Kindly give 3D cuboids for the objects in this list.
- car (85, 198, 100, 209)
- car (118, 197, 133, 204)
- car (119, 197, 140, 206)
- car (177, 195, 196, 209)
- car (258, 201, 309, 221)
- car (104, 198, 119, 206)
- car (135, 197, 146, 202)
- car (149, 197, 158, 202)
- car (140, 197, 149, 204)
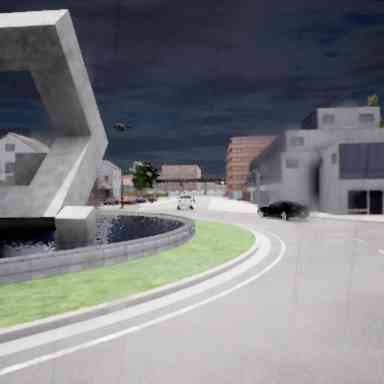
[{"bbox_3d":[-15.352,1.715,48.447,2.097,1.767,4.553,-1,0,18],"label":"car"},{"bbox_3d":[-14.940,1.929,75.076,1.882,1.535,5.008,-1,0,4],"label":"car"},{"bbox_3d":[-12.168,1.983,64.961,1.895,1.301,4.718,-1,0,5],"label":"car"},{"bbox_3d":[-0.980,1.408,48.516,2.150,2.045,5.566,-1,0,-2],"label":"car"},{"bbox_3d":[7.423,1.488,27.512,1.882,1.535,5.008,0,0,-24],"label":"car"},{"bbox_3d":[-15.652,1.973,65.191,2.033,1.411,5.357,-1,0,4],"label":"car"},{"bbox_3d":[-13.873,2.042,89.920,1.994,1.385,4.181,-1,0,4],"label":"car"},{"bbox_3d":[-10.413,2.040,89.223,1.895,1.301,4.718,-1,0,4],"label":"car"},{"bbox_3d":[-11.486,2.001,74.295,1.895,1.301,4.718,-1,0,4],"label":"car"}]
